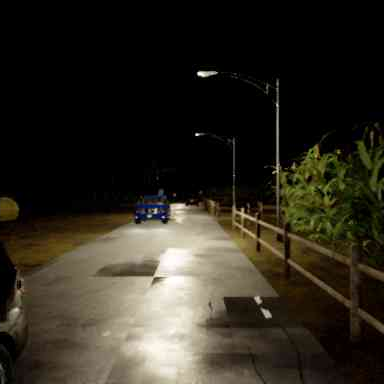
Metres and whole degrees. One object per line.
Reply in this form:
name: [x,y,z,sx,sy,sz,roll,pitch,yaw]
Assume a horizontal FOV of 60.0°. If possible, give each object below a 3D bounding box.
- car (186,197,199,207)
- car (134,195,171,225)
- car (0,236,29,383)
car: [0.059,1.557,55.232,2.097,1.767,4.553,0,0,0]
car: [-2.762,1.251,24.581,2.150,2.045,5.566,0,0,1]
car: [-2.842,1.220,1.346,2.150,2.045,5.566,0,0,0]
